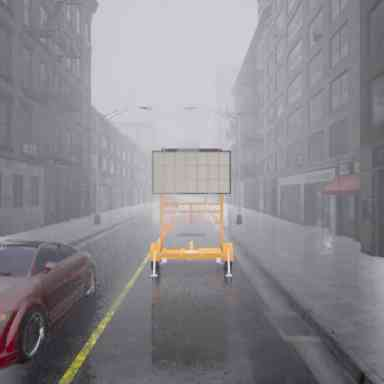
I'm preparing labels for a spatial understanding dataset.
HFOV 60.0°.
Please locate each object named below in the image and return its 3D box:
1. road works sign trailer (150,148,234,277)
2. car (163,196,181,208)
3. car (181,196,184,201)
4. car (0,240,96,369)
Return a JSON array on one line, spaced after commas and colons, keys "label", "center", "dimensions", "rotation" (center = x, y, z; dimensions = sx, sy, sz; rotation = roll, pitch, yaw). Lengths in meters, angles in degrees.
[{"label": "road works sign trailer", "center": [-0.012, 0.467, 10.273], "dimensions": [2.380, 3.560, 2.880], "rotation": [0, 0, 0]}, {"label": "car", "center": [-3.160, 1.414, 48.504], "dimensions": [2.097, 1.767, 4.553], "rotation": [0, 0, 0]}, {"label": "car", "center": [-3.117, 1.709, 89.182], "dimensions": [1.812, 1.442, 4.674], "rotation": [0, 0, 0]}, {"label": "car", "center": [-3.107, 1.565, 5.703], "dimensions": [1.994, 1.385, 4.181], "rotation": [0, 0, 0]}]
